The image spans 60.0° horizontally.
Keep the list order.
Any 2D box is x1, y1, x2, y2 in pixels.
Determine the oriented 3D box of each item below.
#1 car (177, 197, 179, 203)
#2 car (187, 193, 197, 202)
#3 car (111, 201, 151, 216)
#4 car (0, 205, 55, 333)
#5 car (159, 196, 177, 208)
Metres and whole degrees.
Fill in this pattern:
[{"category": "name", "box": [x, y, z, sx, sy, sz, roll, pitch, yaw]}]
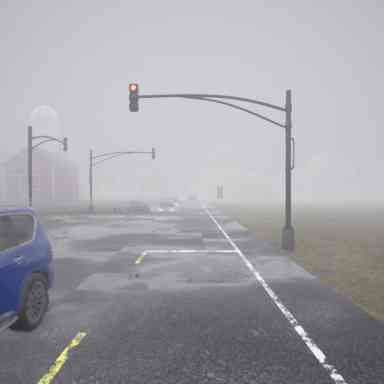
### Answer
[{"category": "car", "box": [-3.485, 1.499, 64.689, 1.994, 1.385, 4.181, 0, 0, 1]}, {"category": "car", "box": [0.066, 1.134, 74.756, 2.150, 2.045, 5.566, 0, 0, 0]}, {"category": "car", "box": [-5.903, 1.536, 32.618, 1.994, 1.385, 4.181, 0, 0, 32]}, {"category": "car", "box": [-3.595, 1.222, 3.912, 2.150, 2.045, 5.566, 0, 0, 0]}, {"category": "car", "box": [-3.556, 1.439, 47.623, 1.882, 1.535, 5.008, 0, 0, 0]}]
